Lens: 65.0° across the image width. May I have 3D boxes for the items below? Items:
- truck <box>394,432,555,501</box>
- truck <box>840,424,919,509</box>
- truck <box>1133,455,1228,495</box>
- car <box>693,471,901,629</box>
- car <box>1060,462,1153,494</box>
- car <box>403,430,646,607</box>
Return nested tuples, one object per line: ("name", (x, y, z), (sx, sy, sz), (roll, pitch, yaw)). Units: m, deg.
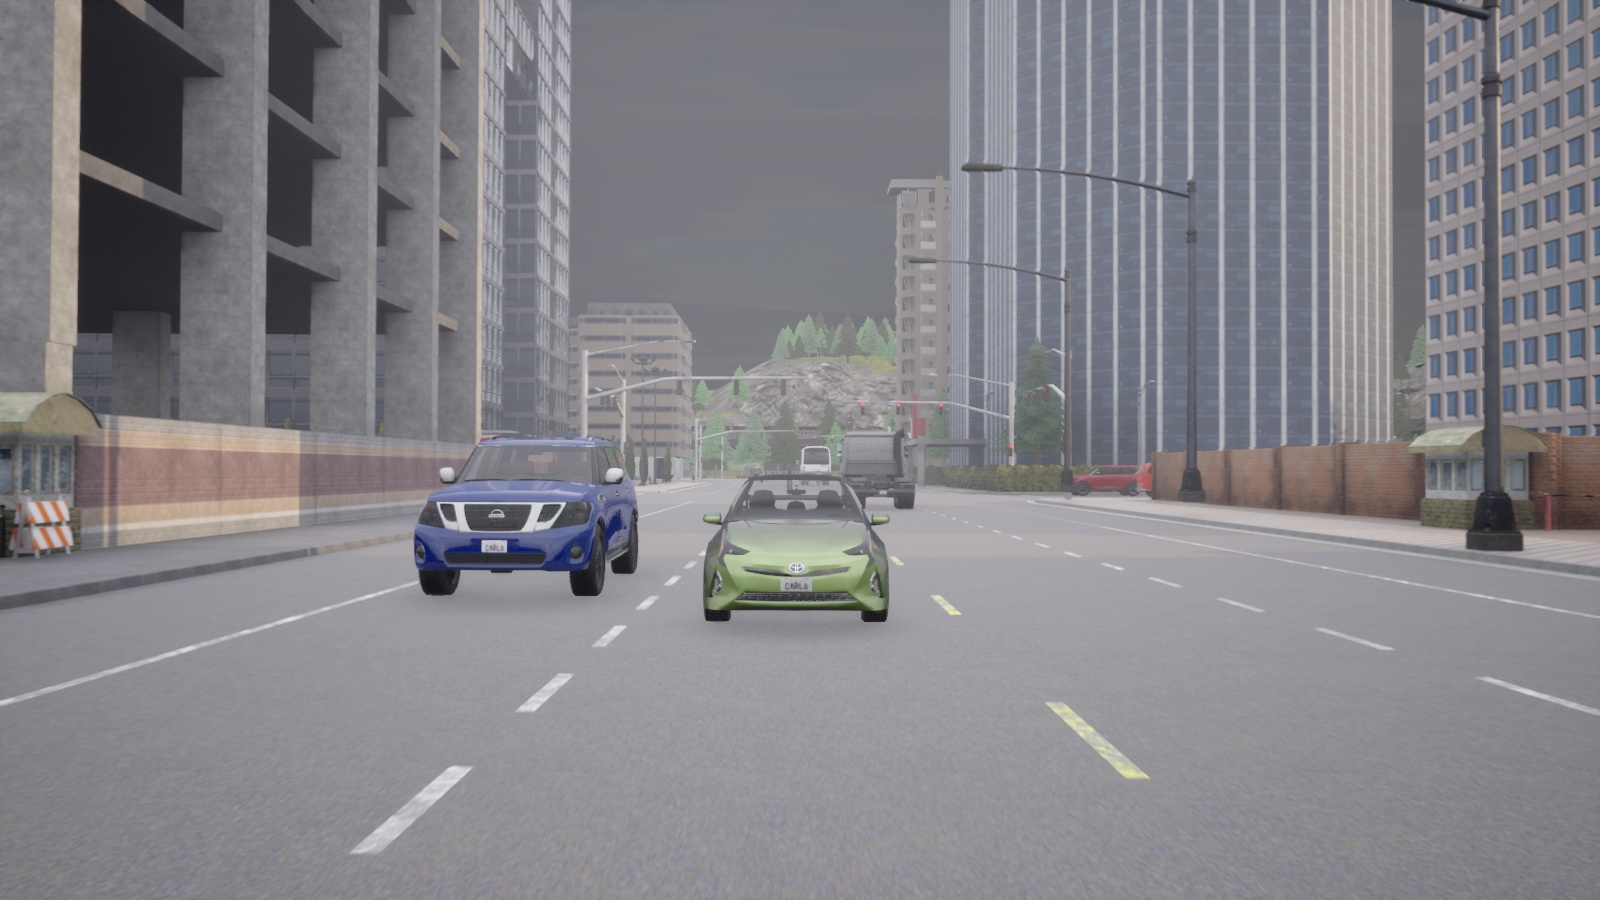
("truck", (-18.488, 0.925, 71.713), (8.468, 3.827, 2.891), (0, -1, -1))
("truck", (3.365, 0.742, 55.162), (2.891, 3.462, 7.936), (0, -1, 0))
("truck", (23.948, 1.557, 79.199), (5.204, 2.467, 2.627), (0, -1, -1))
("car", (-0.034, 1.003, 14.419), (2.007, 1.525, 4.514), (0, -1, 0))
("car", (20.161, 1.836, 82.652), (5.566, 2.045, 2.150), (0, -1, -1))
("car", (-3.542, 0.838, 17.354), (2.150, 2.045, 5.566), (0, -1, 0))
